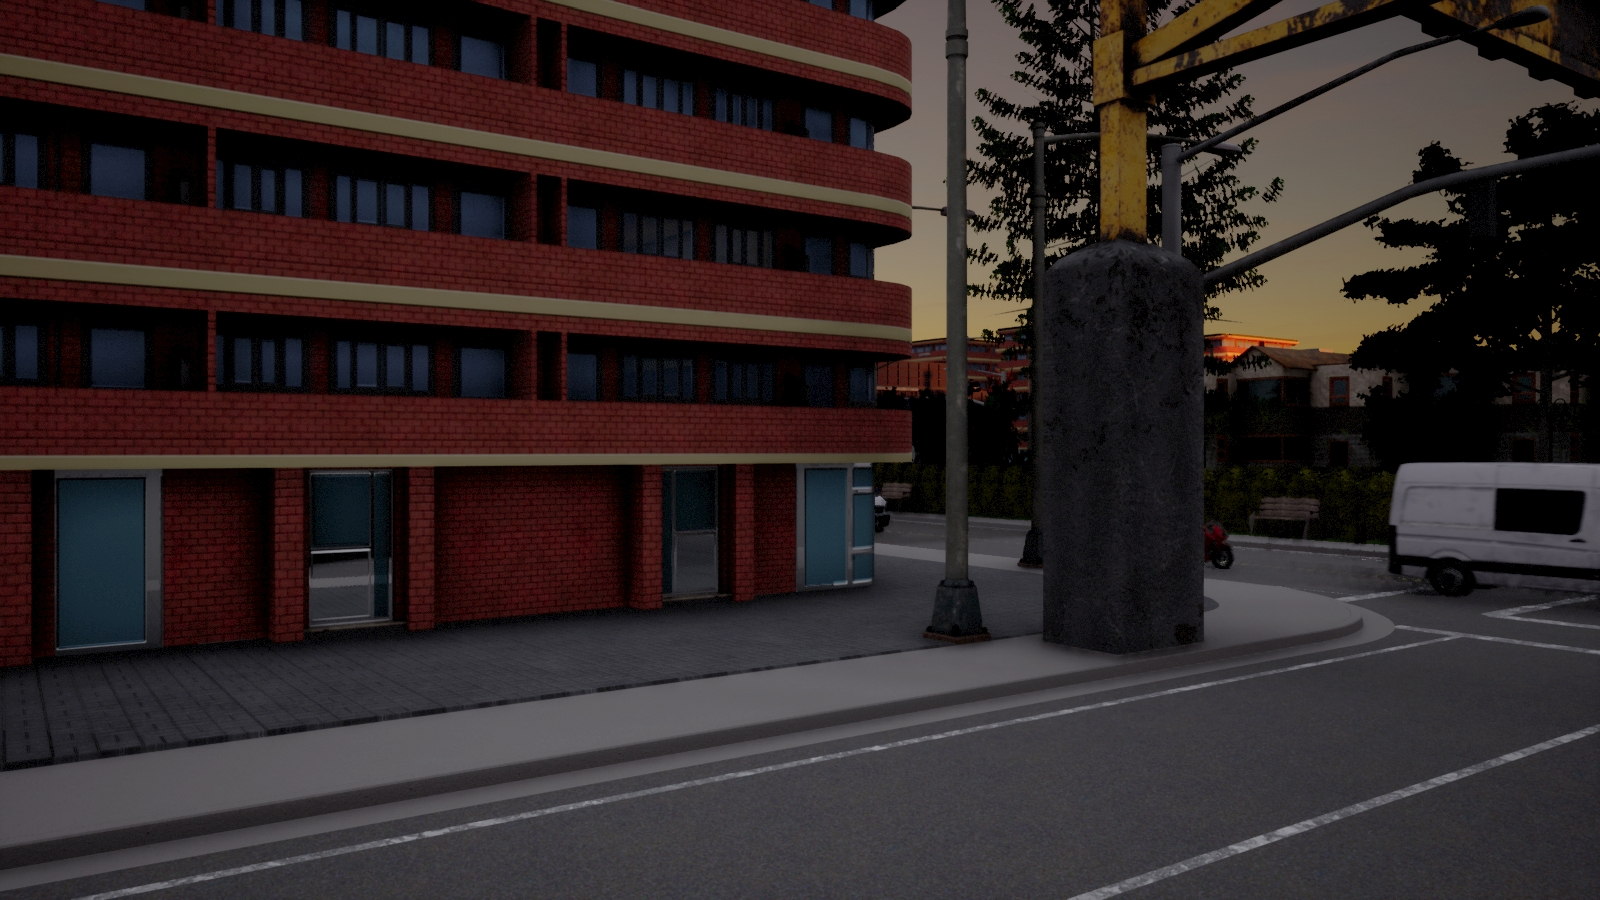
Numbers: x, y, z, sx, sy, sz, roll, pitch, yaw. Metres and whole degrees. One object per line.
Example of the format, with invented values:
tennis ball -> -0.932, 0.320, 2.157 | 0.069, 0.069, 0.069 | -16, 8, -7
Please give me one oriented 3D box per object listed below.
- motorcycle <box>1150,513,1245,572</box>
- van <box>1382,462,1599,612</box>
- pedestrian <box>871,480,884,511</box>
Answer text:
motorcycle -> 9.371, 2.163, 26.990 | 0.803, 1.224, 2.033 | 0, 0, -36
van -> 14.189, 1.524, 20.982 | 1.988, 2.561, 5.915 | 0, 0, -42
pedestrian -> 3.343, 1.968, 49.272 | 0.375, 1.300, 0.375 | 0, 0, -35
